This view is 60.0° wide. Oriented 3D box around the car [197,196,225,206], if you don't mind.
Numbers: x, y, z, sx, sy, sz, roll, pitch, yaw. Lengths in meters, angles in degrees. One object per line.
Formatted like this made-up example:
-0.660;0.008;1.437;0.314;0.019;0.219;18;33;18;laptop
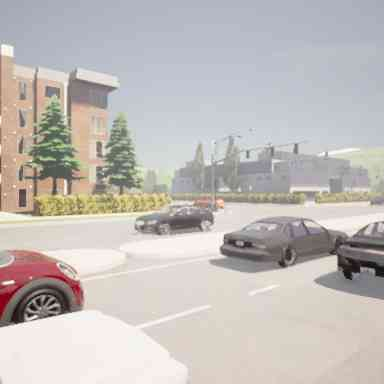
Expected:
2.384;1.372;46.501;2.097;1.767;4.553;0;0;-41;car

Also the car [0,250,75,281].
-4.041;1.353;5.024;4.553;1.767;2.097;0;0;-40;car

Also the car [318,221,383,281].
5.657;1.498;8.769;4.902;1.511;2.128;0;0;-40;car

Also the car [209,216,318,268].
3.324;1.554;11.381;5.357;1.411;2.033;0;0;-40;car

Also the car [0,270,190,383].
-2.230;1.601;1.971;4.718;1.301;1.895;0;0;-40;car

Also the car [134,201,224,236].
-0.864;1.499;18.518;4.902;1.511;2.128;0;0;-41;car

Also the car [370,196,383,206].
32.631;1.540;57.583;4.892;1.490;1.837;0;0;-40;car
